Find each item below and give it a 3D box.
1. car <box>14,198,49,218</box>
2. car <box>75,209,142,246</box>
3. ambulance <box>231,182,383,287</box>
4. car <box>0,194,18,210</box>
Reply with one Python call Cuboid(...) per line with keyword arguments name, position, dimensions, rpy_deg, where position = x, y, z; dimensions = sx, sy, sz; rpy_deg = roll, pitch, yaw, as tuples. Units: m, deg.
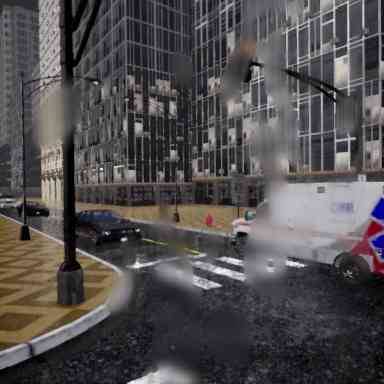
Cuboid(name="car", position=(-13.722, 1.530, 28.688), dimensions=(1.994, 1.385, 4.181), rpy_deg=(-1, 1, -36))
Cuboid(name="car", position=(-4.299, 1.527, 15.605), dimensions=(2.033, 1.411, 5.357), rpy_deg=(-1, 1, -36))
Cuboid(name="ambulance", position=(3.811, 0.973, 9.471), dimensions=(2.351, 2.431, 6.366), rpy_deg=(-1, 1, -35))
Cuboid(name="car", position=(-24.219, 1.259, 43.409), dimensions=(2.150, 2.045, 5.566), rpy_deg=(-1, 1, -36))
